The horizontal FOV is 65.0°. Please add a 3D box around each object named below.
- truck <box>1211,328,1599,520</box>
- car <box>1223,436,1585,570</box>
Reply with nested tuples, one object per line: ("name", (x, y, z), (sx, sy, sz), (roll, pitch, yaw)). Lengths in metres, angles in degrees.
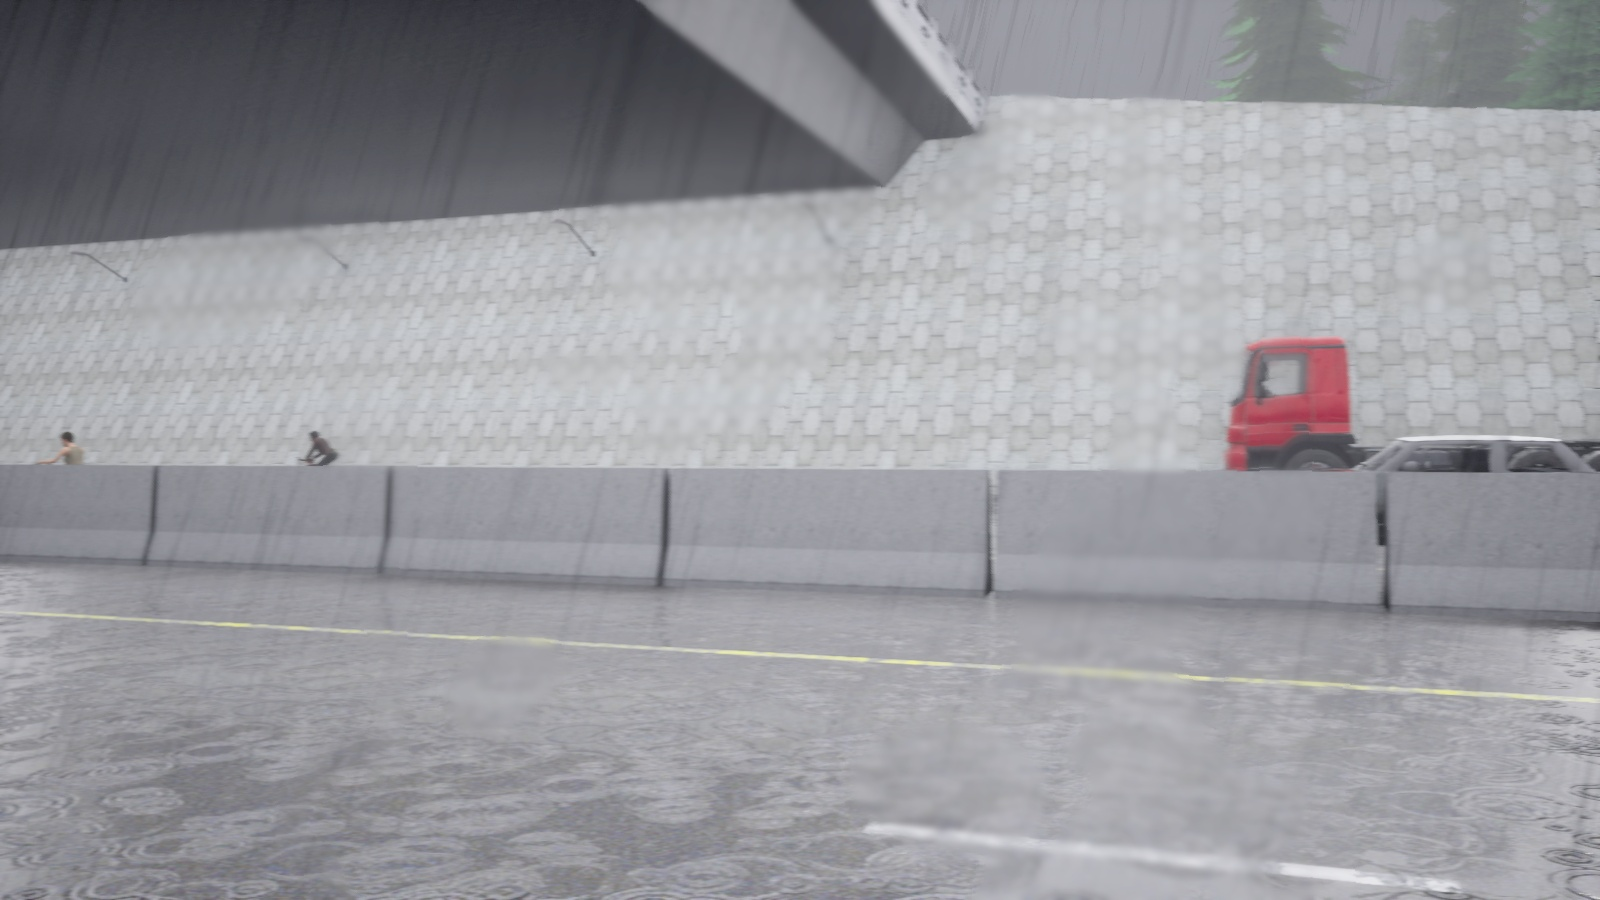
("truck", (12.336, -0.511, 24.875), (7.936, 3.462, 2.891), (0, 1, 19))
("car", (7.247, 0.569, 15.524), (3.806, 1.475, 1.970), (0, 1, 19))
